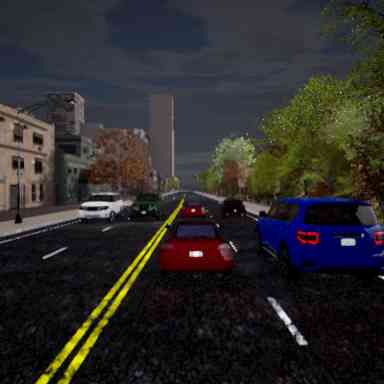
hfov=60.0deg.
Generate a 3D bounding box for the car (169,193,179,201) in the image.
[{"bbox_3d":[-3.534,1.048,66.927,2.128,1.511,4.902,0,1,-1],"label":"car"}]

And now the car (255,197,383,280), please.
[{"bbox_3d":[3.353,1.155,9.819,2.150,2.045,5.566,0,0,0],"label":"car"}]

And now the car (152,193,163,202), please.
[{"bbox_3d":[-6.771,1.056,65.632,1.837,1.490,4.892,0,1,0],"label":"car"}]

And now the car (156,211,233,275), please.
[{"bbox_3d":[0.103,1.495,10.242,1.994,1.385,4.181,0,0,0],"label":"car"}]

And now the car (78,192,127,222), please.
[{"bbox_3d":[-6.592,1.055,24.677,2.150,2.045,5.566,0,0,0],"label":"car"}]

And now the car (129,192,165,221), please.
[{"bbox_3d":[-3.342,1.048,25.733,2.150,2.045,5.566,0,0,0],"label":"car"}]

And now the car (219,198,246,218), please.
[{"bbox_3d":[3.357,1.287,28.325,1.882,1.535,5.008,0,0,0],"label":"car"}]

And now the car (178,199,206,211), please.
[{"bbox_3d":[0.107,1.379,27.428,1.994,1.385,4.181,0,0,0],"label":"car"}]
